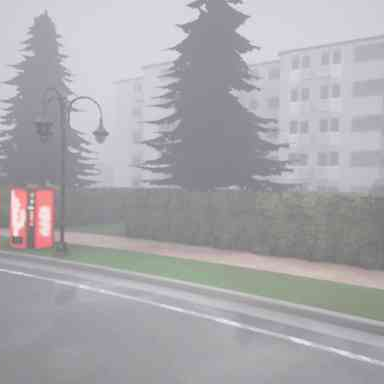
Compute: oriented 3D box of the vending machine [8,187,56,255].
[{"bbox_3d":[-5.275,0.883,11.026,0.880,2.100,1.100,2,1,23],"label":"vending machine"}]
